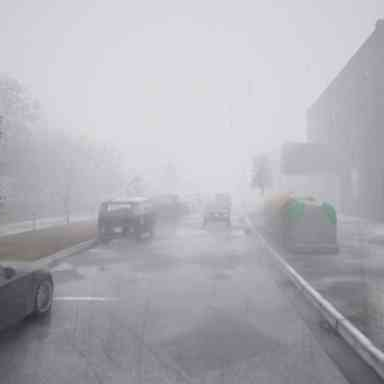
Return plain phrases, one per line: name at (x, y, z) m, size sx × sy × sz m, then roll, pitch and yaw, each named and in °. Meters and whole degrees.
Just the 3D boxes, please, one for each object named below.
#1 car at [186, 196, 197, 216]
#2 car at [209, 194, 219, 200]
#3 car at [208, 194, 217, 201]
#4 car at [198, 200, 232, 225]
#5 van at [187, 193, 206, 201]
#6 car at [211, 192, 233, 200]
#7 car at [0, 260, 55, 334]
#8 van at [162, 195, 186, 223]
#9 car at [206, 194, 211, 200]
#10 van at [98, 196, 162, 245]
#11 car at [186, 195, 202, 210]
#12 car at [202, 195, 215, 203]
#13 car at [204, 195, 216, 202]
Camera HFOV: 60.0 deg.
car at (-1.047, 1.476, 31.999) m, size 2.163 × 1.488 × 4.792 m, roll 0°, pitch 1°, yaw 5°
car at (6.159, 1.425, 92.551) m, size 2.097 × 1.535 × 5.008 m, roll 0°, pitch 0°, yaw 9°
car at (5.412, 1.409, 86.213) m, size 1.946 × 1.575 × 5.366 m, roll 0°, pitch 0°, yaw 9°
car at (1.826, 1.520, 23.902) m, size 2.033 × 1.411 × 5.357 m, roll 0°, pitch 0°, yaw 6°
van at (0.282, 1.226, 43.116) m, size 1.878 × 1.987 × 4.442 m, roll 0°, pitch 0°, yaw 9°
car at (3.903, 1.165, 41.821) m, size 2.150 × 2.045 × 5.566 m, roll 0°, pitch 0°, yaw 7°
car at (-3.570, 1.514, 4.403) m, size 2.002 × 1.452 × 4.674 m, roll -1°, pitch 1°, yaw 2°
van at (-1.815, 1.229, 25.532) m, size 1.878 × 1.987 × 4.442 m, roll 0°, pitch 1°, yaw 4°
car at (1.573, 1.476, 54.011) m, size 2.002 × 1.452 × 4.674 m, roll 0°, pitch 0°, yaw 7°
van at (-2.838, 1.239, 15.633) m, size 1.878 × 1.987 × 4.442 m, roll 0°, pitch 1°, yaw 4°
car at (-0.395, 1.438, 37.472) m, size 2.231 × 1.521 × 4.892 m, roll 0°, pitch 1°, yaw 5°
car at (3.539, 1.403, 70.524) m, size 2.097 × 1.535 × 5.008 m, roll 0°, pitch 0°, yaw 9°
car at (4.193, 1.413, 76.033) m, size 2.097 × 1.535 × 5.008 m, roll 0°, pitch 0°, yaw 9°
